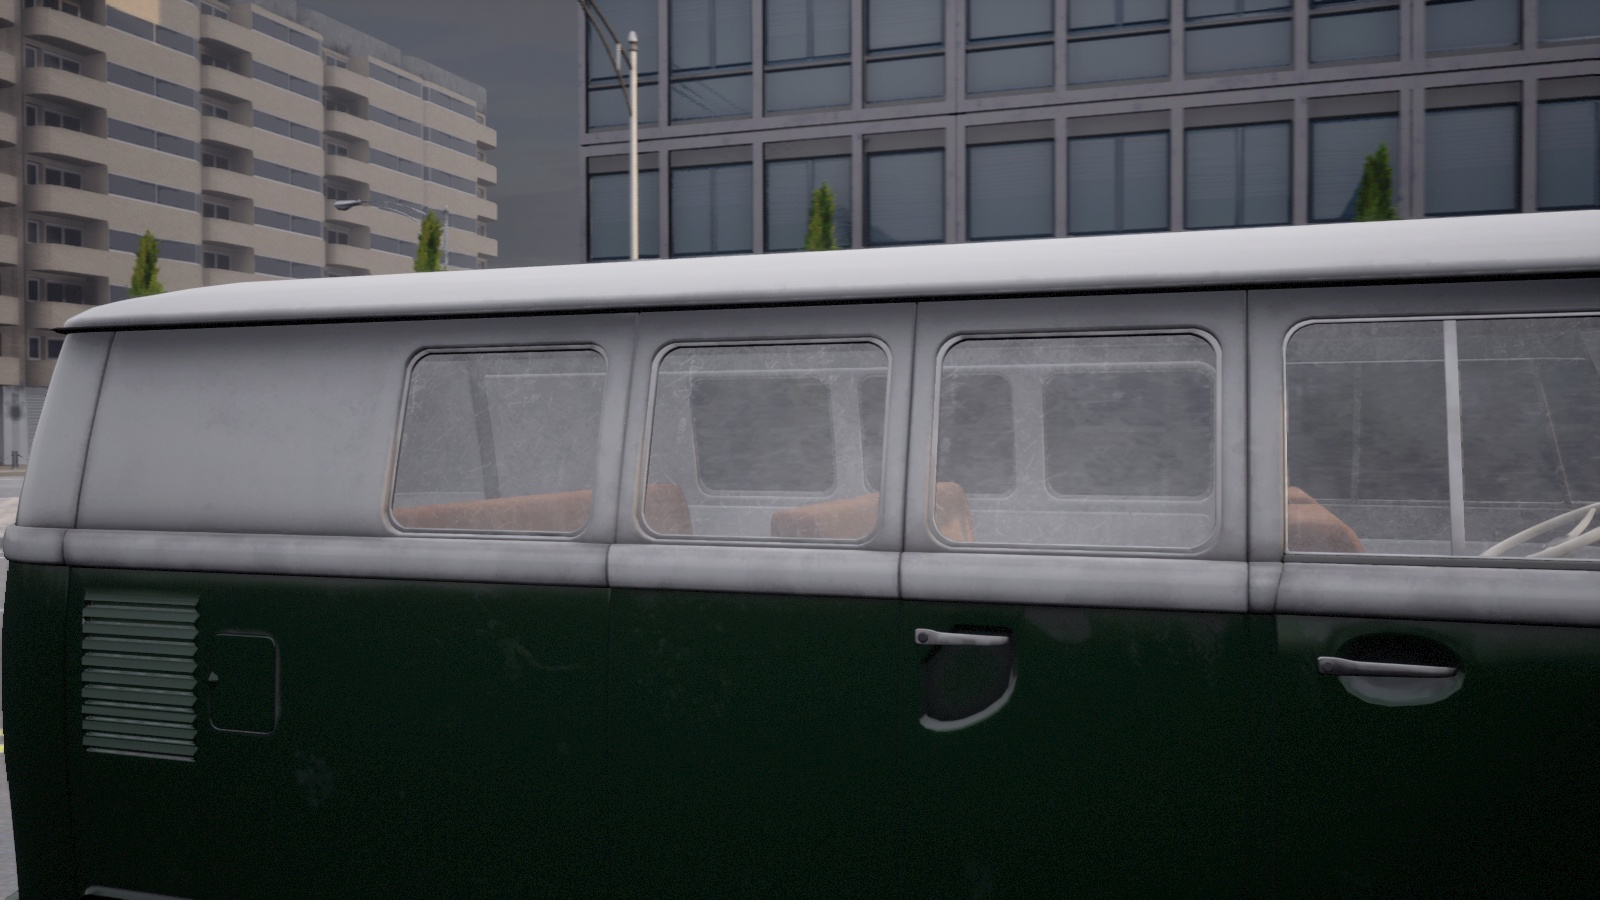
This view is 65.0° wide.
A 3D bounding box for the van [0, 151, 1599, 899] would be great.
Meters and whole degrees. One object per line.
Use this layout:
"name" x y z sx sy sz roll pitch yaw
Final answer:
"van" 0.258 0.531 3.103 4.442 1.987 1.775 1 1 19
